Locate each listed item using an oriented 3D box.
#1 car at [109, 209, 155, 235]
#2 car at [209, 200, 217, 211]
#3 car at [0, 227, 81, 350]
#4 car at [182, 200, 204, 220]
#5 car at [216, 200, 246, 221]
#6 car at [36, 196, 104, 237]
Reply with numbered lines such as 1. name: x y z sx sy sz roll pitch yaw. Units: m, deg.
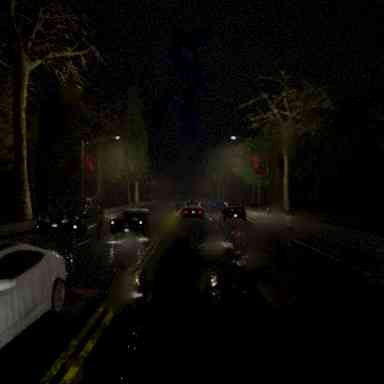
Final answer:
1. car: -3.325 1.653 19.158 1.895 1.301 4.718 0 0 0
2. car: 3.350 1.714 43.537 1.812 1.442 4.674 0 0 0
3. car: -3.331 1.535 4.867 1.812 1.442 4.674 0 0 -1
4. car: 0.101 1.646 28.806 2.033 1.411 5.357 0 0 0
5. car: 3.350 1.597 27.968 1.837 1.490 4.892 0 -1 0
6. car: -6.578 1.272 18.725 2.150 2.045 5.566 0 0 0
